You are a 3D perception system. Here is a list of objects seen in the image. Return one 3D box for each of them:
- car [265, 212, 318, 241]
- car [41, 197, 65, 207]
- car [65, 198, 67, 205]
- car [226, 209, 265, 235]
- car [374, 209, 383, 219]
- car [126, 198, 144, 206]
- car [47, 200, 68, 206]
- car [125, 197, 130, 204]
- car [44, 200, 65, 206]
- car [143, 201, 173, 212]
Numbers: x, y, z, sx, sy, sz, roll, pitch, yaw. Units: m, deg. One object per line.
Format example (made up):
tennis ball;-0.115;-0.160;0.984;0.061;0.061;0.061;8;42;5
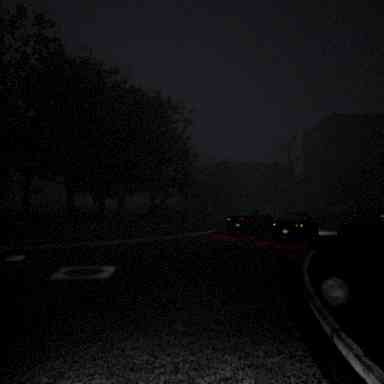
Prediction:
car;5.836;1.827;18.718;1.812;1.442;4.674;0;-1;30
car;-32.888;2.607;77.968;4.553;1.767;2.185;0;-1;-15
car;-33.648;2.759;80.623;5.008;1.535;2.097;0;-1;-15
car;3.855;1.836;21.685;1.882;1.535;5.008;0;-1;28
car;19.840;1.893;31.524;4.718;1.301;1.895;-2;-1;-15
car;-13.017;2.851;81.458;4.792;1.488;2.163;0;-1;-15
car;-35.819;2.824;88.609;4.892;1.521;2.231;0;-1;-15
car;-14.380;2.755;86.721;4.553;1.767;2.185;0;-1;-15
car;-34.363;2.821;83.284;4.674;1.452;2.002;0;-1;-15
car;-5.168;2.458;52.930;4.892;1.490;1.837;0;0;43
